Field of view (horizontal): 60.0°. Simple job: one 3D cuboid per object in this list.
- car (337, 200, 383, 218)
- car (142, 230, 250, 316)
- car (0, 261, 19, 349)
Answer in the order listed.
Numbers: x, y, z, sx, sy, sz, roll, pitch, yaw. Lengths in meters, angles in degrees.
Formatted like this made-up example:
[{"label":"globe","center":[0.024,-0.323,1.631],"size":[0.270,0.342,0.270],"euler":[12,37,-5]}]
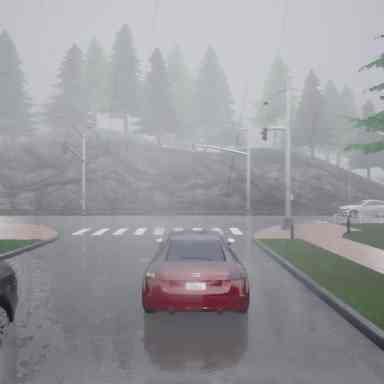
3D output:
[{"label":"car","center":[14.352,1.363,27.158],"size":[4.674,1.442,1.812],"euler":[0,0,0]},{"label":"car","center":[0.078,1.564,7.629],"size":[1.994,1.385,4.181],"euler":[0,0,0]},{"label":"car","center":[-3.579,1.491,3.138],"size":[2.128,1.511,4.902],"euler":[0,0,0]}]
